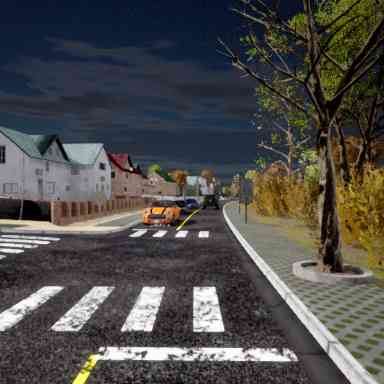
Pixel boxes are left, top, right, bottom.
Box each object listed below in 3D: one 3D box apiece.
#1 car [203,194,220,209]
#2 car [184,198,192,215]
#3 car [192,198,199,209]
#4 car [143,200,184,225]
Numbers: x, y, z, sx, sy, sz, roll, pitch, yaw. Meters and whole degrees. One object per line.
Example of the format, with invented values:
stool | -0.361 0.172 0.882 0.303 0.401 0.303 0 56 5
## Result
car | 2.837 1.363 48.535 2.150 2.045 5.566 0 0 6
car | -1.359 1.582 34.785 1.812 1.442 4.674 0 0 5
car | -0.171 1.662 47.867 1.812 1.442 4.674 0 0 6
car | -2.131 1.370 24.207 2.097 1.767 4.553 0 0 6
